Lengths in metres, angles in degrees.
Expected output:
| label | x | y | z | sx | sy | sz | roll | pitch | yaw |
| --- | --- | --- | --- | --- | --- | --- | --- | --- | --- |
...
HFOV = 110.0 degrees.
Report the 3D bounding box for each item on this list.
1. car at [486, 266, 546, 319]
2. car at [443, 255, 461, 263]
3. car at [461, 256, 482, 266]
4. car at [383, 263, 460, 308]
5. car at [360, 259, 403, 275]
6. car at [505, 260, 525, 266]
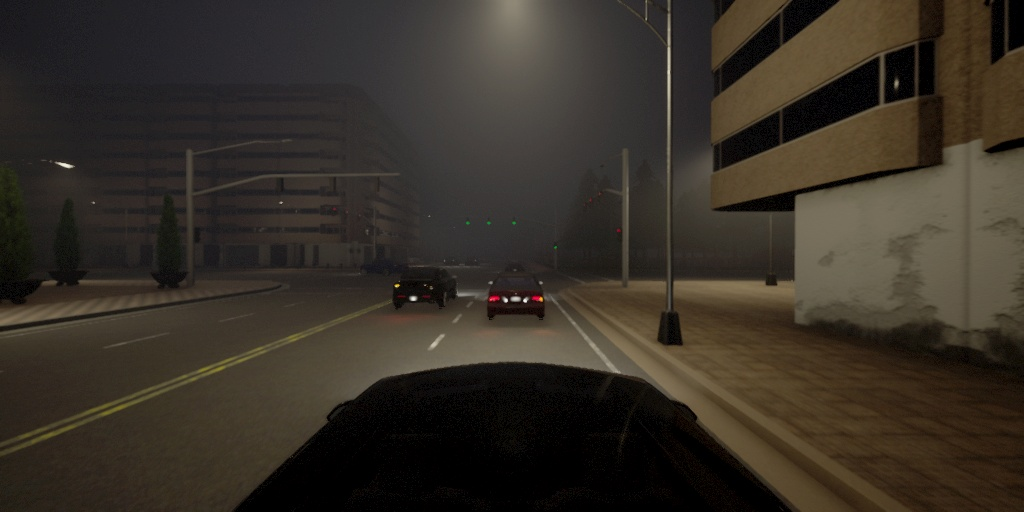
| label | x | y | z | sx | sy | sz | roll | pitch | yaw |
| --- | --- | --- | --- | --- | --- | --- | --- | --- | --- |
| car | 0.132 | 1.241 | 12.558 | 2.033 | 1.411 | 5.357 | 0 | 0 | 1 |
| car | -10.240 | 0.797 | 60.206 | 2.097 | 1.767 | 4.553 | 0 | 0 | 1 |
| car | -6.743 | 0.798 | 60.221 | 2.097 | 1.767 | 4.553 | 0 | 0 | 1 |
| car | -3.411 | 1.187 | 14.639 | 1.837 | 1.490 | 4.892 | 0 | 0 | -1 |
| car | -11.691 | 1.016 | 32.717 | 5.008 | 1.535 | 1.882 | 0 | -1 | 31 |
| car | 0.269 | 1.084 | 35.104 | 1.812 | 1.442 | 4.674 | 0 | 0 | 0 |
